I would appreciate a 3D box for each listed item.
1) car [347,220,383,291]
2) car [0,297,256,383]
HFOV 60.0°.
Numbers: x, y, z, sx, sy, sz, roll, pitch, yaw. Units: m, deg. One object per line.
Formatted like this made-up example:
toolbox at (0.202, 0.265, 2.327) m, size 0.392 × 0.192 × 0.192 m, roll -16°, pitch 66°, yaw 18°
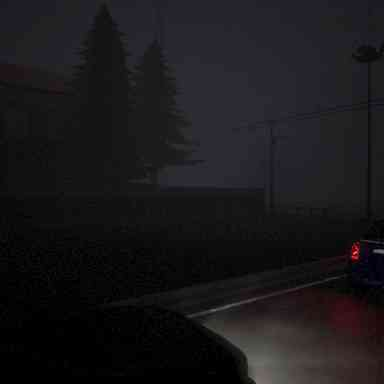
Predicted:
car at (5.698, 1.352, 7.818) m, size 4.553 × 1.767 × 2.097 m, roll 0°, pitch 0°, yaw -35°
car at (-2.001, 1.547, 2.299) m, size 5.357 × 1.411 × 2.033 m, roll 0°, pitch 0°, yaw -36°
